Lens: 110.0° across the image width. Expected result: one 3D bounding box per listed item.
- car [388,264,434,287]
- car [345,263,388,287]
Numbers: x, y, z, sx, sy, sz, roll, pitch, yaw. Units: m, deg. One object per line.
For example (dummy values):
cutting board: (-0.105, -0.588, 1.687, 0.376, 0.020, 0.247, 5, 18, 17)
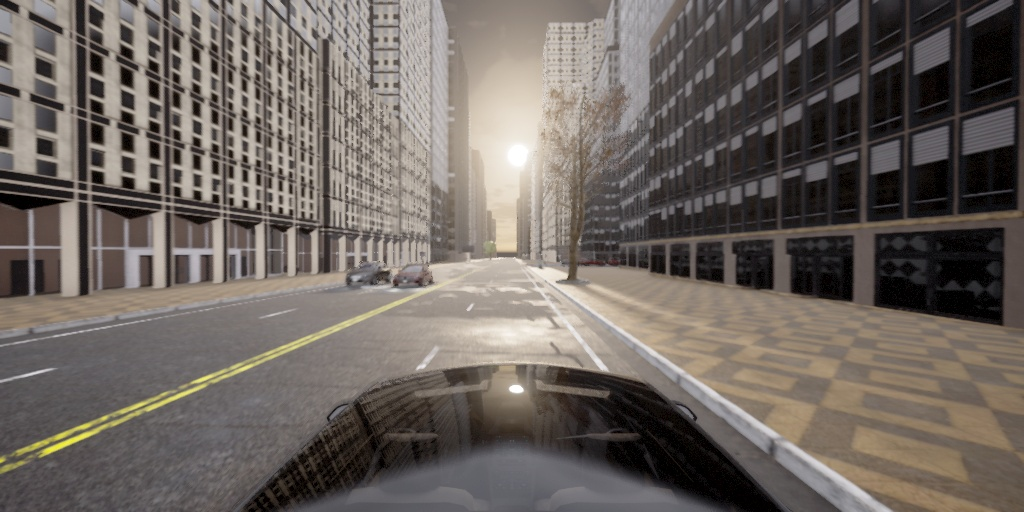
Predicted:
car: (-6.588, 1.284, 24.400, 1.812, 1.442, 4.674, 0, 0, 0)
car: (-9.837, 1.250, 24.984, 2.128, 1.511, 4.902, 0, 0, 0)
